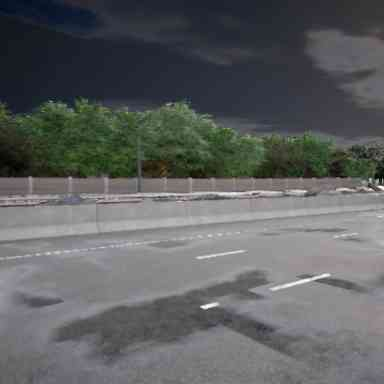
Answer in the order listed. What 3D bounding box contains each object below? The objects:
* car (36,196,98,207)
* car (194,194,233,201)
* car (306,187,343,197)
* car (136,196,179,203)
[{"bbox_3d":[-11.281,1.064,30.217,5.357,1.411,2.033,-1,1,-35],"label":"car"},{"bbox_3d":[2.582,0.890,39.793,4.718,1.301,1.895,-1,1,-35],"label":"car"},{"bbox_3d":[14.009,0.674,34.921,4.553,1.767,2.097,-1,1,-34],"label":"car"},{"bbox_3d":[-2.764,1.104,23.333,4.892,1.490,1.837,-1,1,-35],"label":"car"}]
